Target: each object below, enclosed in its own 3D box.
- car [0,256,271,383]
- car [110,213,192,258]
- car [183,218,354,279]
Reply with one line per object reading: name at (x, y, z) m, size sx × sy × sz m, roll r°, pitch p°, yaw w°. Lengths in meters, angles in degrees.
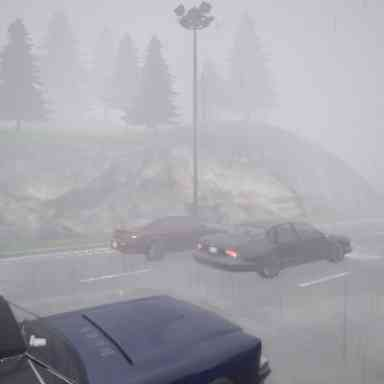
car at (-1.574, 1.600, 2.624) m, size 4.718 × 1.301 × 1.895 m, roll 0°, pitch 0°, yaw -35°
car at (-0.581, 1.491, 11.931) m, size 4.674 × 1.442 × 1.812 m, roll 0°, pitch 0°, yaw -36°
car at (2.582, 1.504, 9.891) m, size 5.357 × 1.411 × 2.033 m, roll 0°, pitch 0°, yaw -36°
